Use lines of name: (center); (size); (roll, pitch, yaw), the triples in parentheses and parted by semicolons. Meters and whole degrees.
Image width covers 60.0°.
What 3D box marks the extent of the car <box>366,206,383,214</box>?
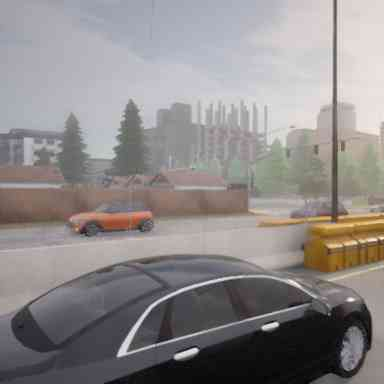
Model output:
car: (12.590, 1.623, 21.460); (4.181, 1.385, 1.994); (0, 0, -35)

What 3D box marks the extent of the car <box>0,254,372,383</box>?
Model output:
car: (0.216, 1.513, 3.900); (4.892, 1.490, 1.837); (-1, 0, -35)

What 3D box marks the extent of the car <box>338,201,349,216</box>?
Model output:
car: (8.851, 1.405, 23.119); (4.553, 1.767, 2.097); (0, 0, -35)
